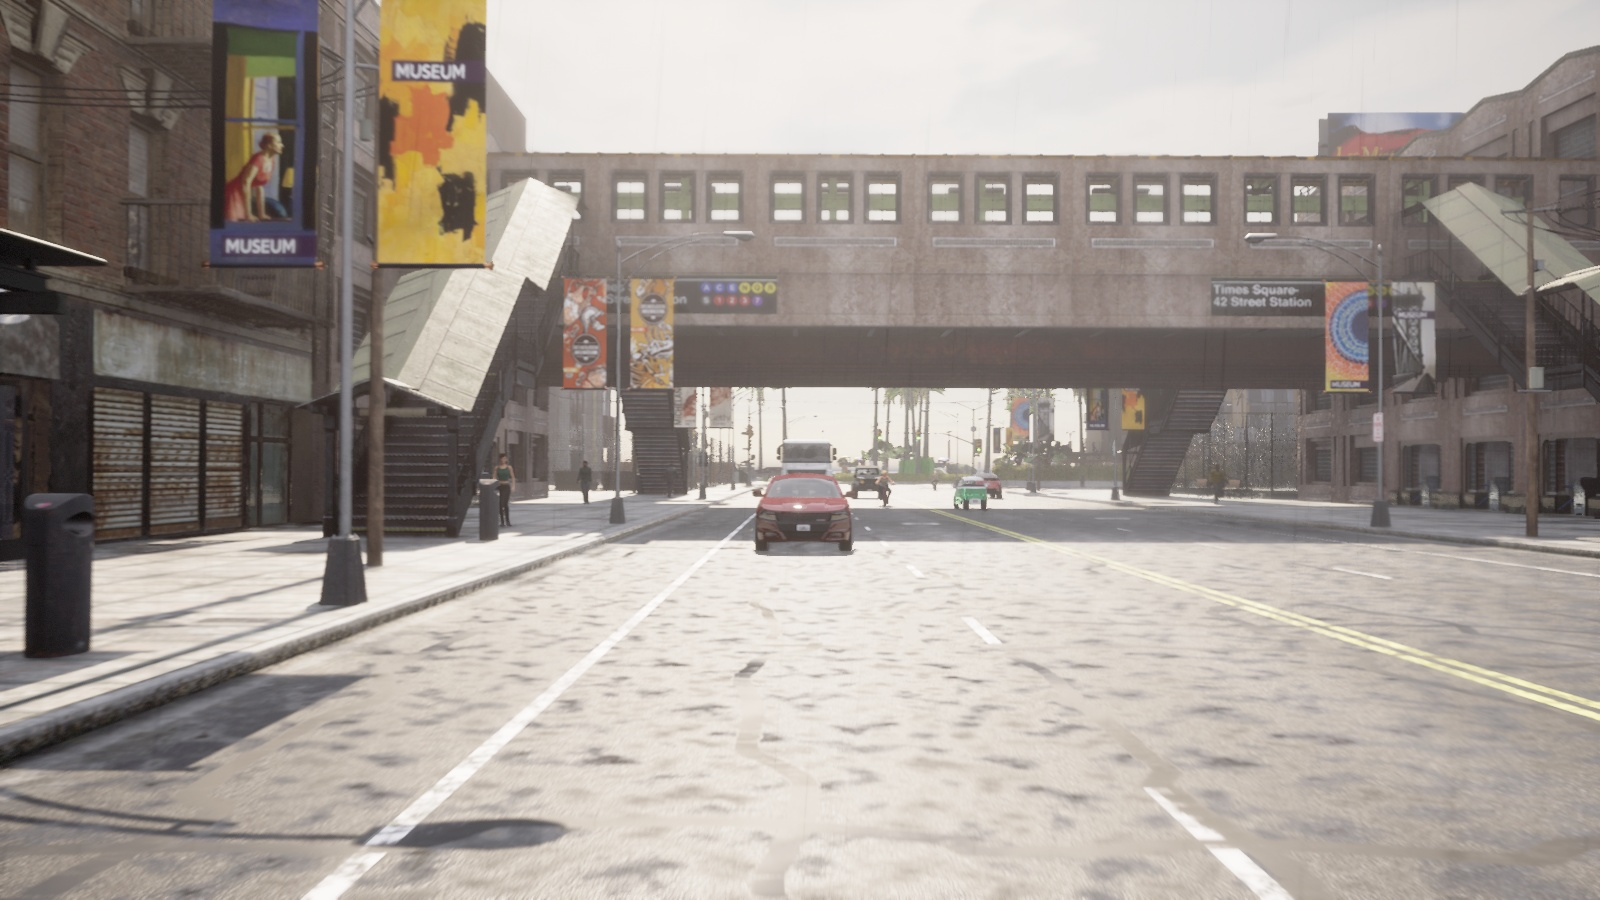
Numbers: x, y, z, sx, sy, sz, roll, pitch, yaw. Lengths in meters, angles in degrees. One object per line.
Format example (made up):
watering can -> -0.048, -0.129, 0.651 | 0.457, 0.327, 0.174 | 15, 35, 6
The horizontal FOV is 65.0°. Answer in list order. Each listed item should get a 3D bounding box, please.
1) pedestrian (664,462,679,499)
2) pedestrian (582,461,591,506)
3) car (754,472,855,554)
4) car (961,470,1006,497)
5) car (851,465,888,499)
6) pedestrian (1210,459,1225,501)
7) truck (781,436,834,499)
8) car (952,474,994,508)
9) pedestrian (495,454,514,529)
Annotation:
pedestrian -> -6.533, 1.565, 63.900 | 0.563, 1.883, 0.849 | 0, -1, 5
pedestrian -> -8.655, 1.356, 50.919 | 0.353, 1.847, 0.614 | 0, -1, -7
car -> 0.099, 1.228, 26.055 | 1.882, 1.535, 5.008 | 0, -1, 0
car -> 10.938, 1.977, 75.069 | 2.007, 1.525, 4.514 | 0, -1, 0
car -> 3.922, 1.792, 71.468 | 1.905, 1.878, 3.866 | 0, -1, 0
pedestrian -> 18.671, 1.342, 56.162 | 0.431, 1.840, 0.709 | 0, -1, 2
truck -> 0.426, 1.057, 73.213 | 2.891, 3.462, 7.936 | 0, -1, 0
car -> 7.282, 1.731, 53.055 | 1.481, 1.376, 2.207 | 0, -1, 1
pedestrian -> -7.277, 1.017, 30.950 | 0.345, 1.836, 0.594 | 0, -1, -1
